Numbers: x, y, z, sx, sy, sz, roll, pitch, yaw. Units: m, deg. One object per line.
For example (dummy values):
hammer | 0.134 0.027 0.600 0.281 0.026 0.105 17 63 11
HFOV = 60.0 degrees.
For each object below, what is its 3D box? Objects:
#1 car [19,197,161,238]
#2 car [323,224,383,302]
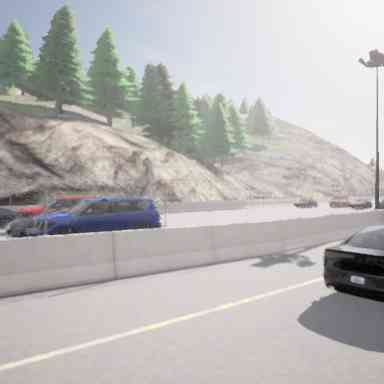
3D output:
car | -3.983 1.251 14.232 5.566 2.045 2.150 0 0 -38
car | 5.028 1.484 7.730 5.008 1.535 1.882 0 0 -38
